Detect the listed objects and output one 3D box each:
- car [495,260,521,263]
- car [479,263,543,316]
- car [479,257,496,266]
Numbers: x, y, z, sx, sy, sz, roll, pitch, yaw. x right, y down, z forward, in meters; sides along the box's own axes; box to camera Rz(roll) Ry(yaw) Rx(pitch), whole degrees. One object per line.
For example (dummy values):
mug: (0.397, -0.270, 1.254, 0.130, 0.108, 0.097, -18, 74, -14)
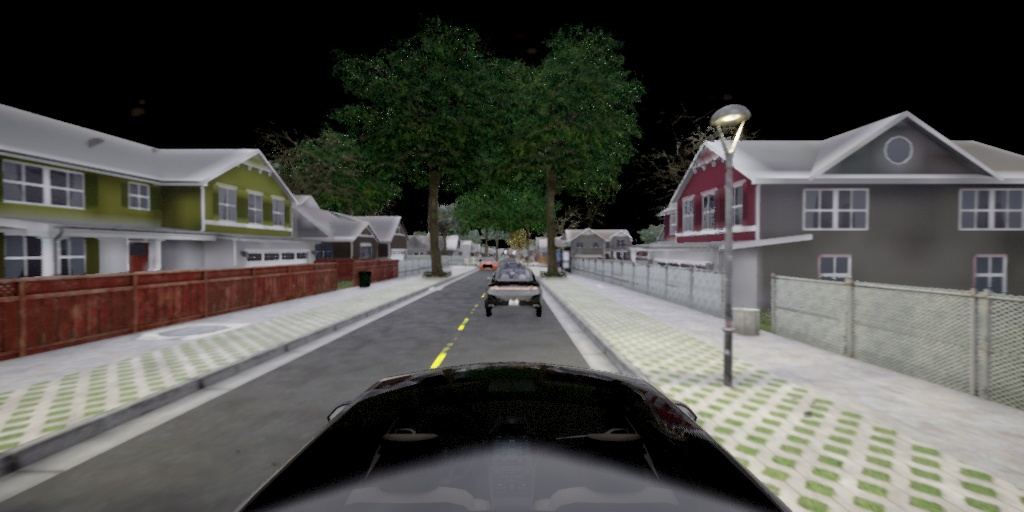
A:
car: (0.070, 1.132, 25.999, 2.033, 1.411, 5.357, 0, 0, 1)
car: (0.070, 1.153, 12.878, 2.128, 1.511, 4.902, 0, 0, 0)
car: (-2.769, 0.857, 43.218, 2.097, 1.767, 4.553, 0, 0, 0)
